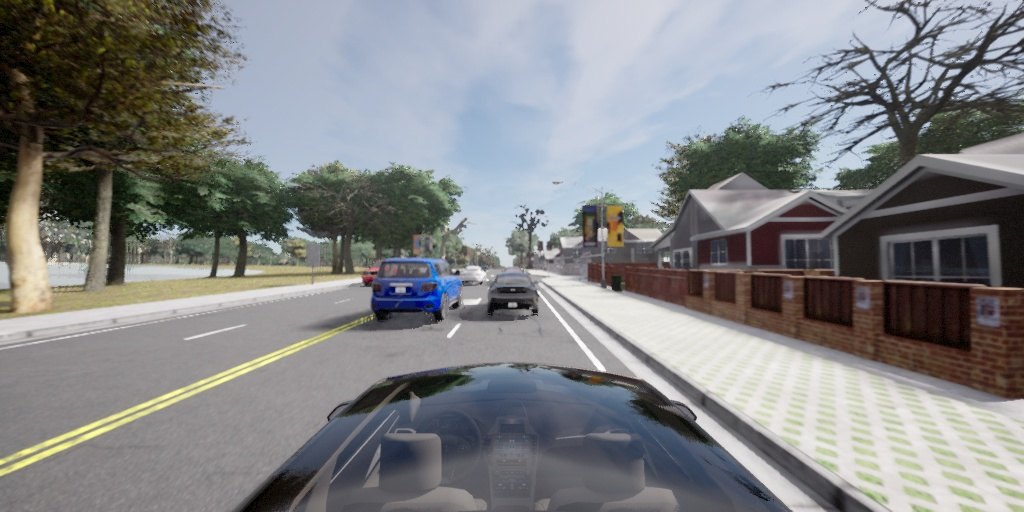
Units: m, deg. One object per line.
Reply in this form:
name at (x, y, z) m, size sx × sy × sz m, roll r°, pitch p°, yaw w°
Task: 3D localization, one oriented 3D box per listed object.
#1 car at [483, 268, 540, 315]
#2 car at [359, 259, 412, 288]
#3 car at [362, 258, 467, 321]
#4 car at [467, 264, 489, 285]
car at (0.049, 1.394, 14.314) m, size 1.837 × 1.490 × 4.892 m, roll 0°, pitch 0°, yaw 1°
car at (-9.775, 1.279, 28.282) m, size 2.150 × 2.045 × 5.566 m, roll 0°, pitch -1°, yaw 0°
car at (-3.213, 1.098, 13.094) m, size 2.150 × 2.045 × 5.566 m, roll 0°, pitch 0°, yaw 0°
car at (-3.194, 1.604, 30.037) m, size 1.812 × 1.442 × 4.674 m, roll 0°, pitch -1°, yaw 1°
